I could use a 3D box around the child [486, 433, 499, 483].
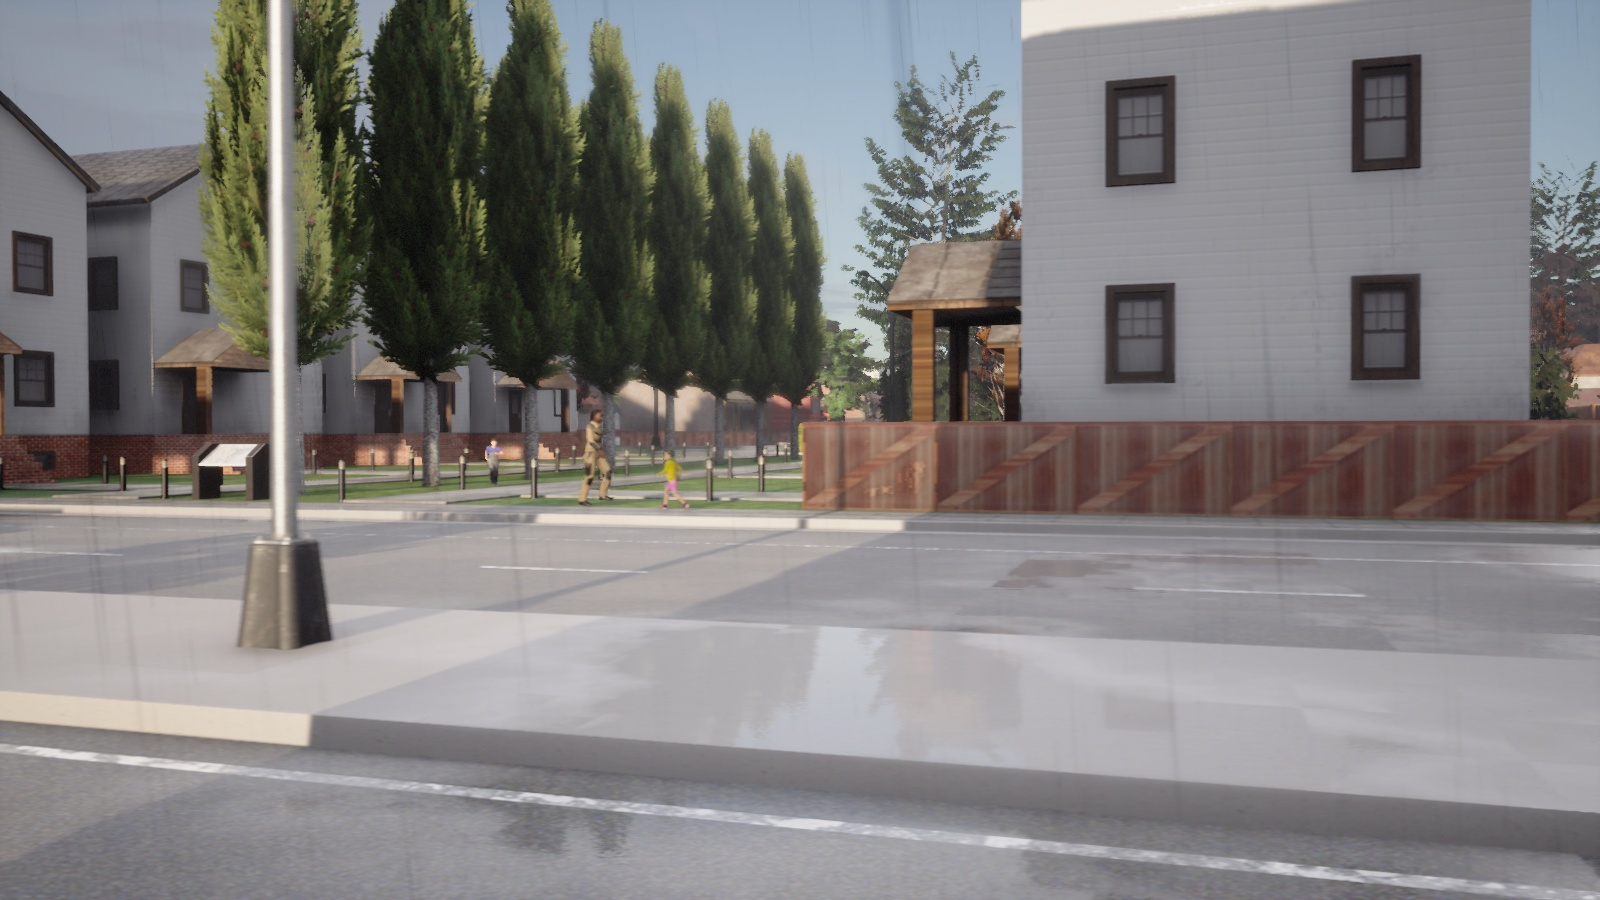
[{"bbox_3d":[-7.793,0.197,31.839,0.270,1.263,0.437,0,1,-19],"label":"child"}]

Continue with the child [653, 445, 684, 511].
[{"bbox_3d":[-2.342,0.500,22.390,0.473,1.160,0.299,0,1,13],"label":"child"}]

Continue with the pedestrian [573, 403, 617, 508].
[{"bbox_3d":[-3.847,0.096,23.564,0.692,1.930,0.396,1,1,23],"label":"pedestrian"}]
